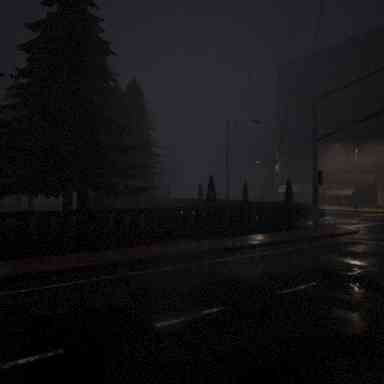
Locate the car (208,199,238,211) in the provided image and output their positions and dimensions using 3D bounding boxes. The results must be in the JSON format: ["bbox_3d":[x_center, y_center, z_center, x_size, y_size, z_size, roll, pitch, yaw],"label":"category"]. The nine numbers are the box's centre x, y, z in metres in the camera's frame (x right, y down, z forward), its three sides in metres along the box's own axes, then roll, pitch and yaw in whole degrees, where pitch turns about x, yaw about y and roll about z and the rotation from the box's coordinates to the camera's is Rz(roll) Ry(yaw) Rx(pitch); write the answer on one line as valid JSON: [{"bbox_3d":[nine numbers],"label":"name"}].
[{"bbox_3d":[3.773,1.546,42.001,1.895,1.301,4.718,0,0,-21],"label":"car"}]

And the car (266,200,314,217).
[{"bbox_3d":[9.372,1.509,32.013,1.994,1.385,4.181,0,0,-32],"label":"car"}]

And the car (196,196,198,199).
[{"bbox_3d":[1.217,1.422,52.382,1.882,1.535,5.008,0,0,-6],"label":"car"}]

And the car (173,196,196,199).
[{"bbox_3d":[-1.193,1.470,46.211,1.812,1.442,4.674,0,0,-14],"label":"car"}]

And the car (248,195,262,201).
[{"bbox_3d":[14.852,1.469,77.601,1.812,1.442,4.674,0,0,40],"label":"car"}]

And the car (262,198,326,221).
[{"bbox_3d":[8.422,1.422,27.109,1.882,1.535,5.008,0,0,-34],"label":"car"}]

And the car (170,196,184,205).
[{"bbox_3d":[-2.551,1.436,56.516,2.128,1.511,4.902,0,0,0],"label":"car"}]

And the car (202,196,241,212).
[{"bbox_3d":[2.912,1.470,36.051,1.812,1.442,4.674,0,0,-28],"label":"car"}]
